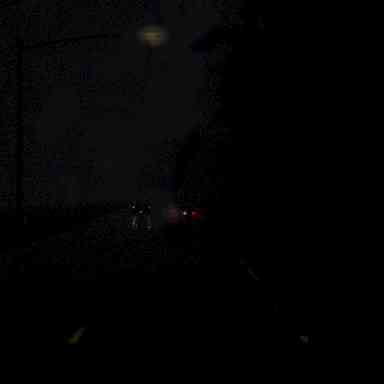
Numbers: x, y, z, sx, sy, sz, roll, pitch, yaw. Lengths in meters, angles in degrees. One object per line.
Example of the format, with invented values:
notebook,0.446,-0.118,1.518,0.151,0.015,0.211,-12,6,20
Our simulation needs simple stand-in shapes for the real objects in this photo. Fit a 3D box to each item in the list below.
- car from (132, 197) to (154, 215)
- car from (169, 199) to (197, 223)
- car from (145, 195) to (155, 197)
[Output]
car,-4.827,1.504,32.936,1.895,1.301,4.718,0,0,-4
car,-0.619,1.482,24.933,2.033,1.411,5.357,0,0,-3
car,-9.246,1.299,73.148,1.882,1.535,5.008,0,0,-8
